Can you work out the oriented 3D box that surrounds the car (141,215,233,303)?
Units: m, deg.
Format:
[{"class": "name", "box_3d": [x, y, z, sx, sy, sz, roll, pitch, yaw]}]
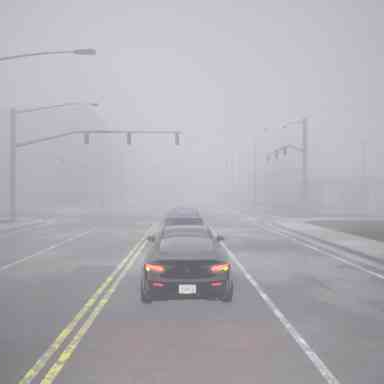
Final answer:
[{"class": "car", "box_3d": [-0.144, 1.529, 8.105, 1.812, 1.442, 4.674, 0, 0, -2]}]

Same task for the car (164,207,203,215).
[{"class": "car", "box_3d": [-0.427, 1.484, 17.154, 1.882, 1.535, 5.008, 0, 0, -2]}]
